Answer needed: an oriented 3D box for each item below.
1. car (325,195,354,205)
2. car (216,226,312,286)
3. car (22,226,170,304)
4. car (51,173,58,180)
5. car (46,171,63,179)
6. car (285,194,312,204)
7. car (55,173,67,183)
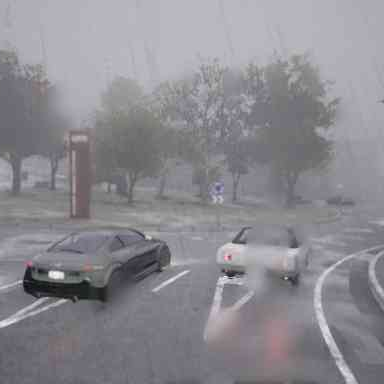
[{"bbox_3d":[20.620,1.100,46.623,1.994,1.385,4.181,0,1,-15],"label":"car"},{"bbox_3d":[2.318,1.626,9.556,1.895,1.301,4.718,1,-1,23],"label":"car"},{"bbox_3d":[-2.034,1.534,8.246,1.994,1.385,4.181,0,0,16],"label":"car"},{"bbox_3d":[-33.097,-3.543,86.215,2.002,1.452,4.674,7,6,28],"label":"car"},{"bbox_3d":[-35.188,-3.923,88.313,1.946,1.575,5.366,7,6,28],"label":"car"},{"bbox_3d":[16.022,1.009,50.310,1.994,1.385,4.181,-1,2,-23],"label":"car"},{"bbox_3d":[-31.100,-3.236,83.940,2.231,1.521,4.892,7,5,28],"label":"car"}]
